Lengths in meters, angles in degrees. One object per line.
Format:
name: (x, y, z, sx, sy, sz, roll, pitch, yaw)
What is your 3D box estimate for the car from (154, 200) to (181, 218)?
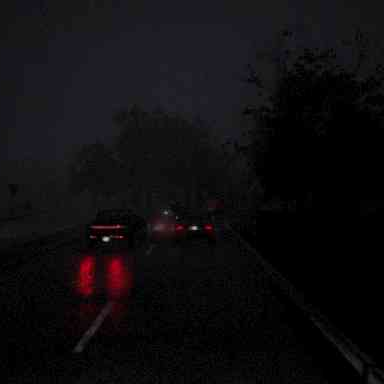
car: (-1.825, 1.536, 30.668, 1.837, 1.490, 4.892, -1, 0, 9)

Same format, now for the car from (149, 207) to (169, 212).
car: (-8.599, 4.566, 87.013, 5.357, 1.411, 2.033, 0, -3, -4)

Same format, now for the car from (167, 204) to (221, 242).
car: (0.137, 1.559, 16.397, 2.033, 1.411, 5.357, 0, 0, 1)

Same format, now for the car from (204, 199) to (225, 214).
car: (2.332, 1.483, 34.798, 1.882, 1.535, 5.008, -1, -1, 12)

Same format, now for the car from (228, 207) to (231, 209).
car: (7.456, 4.242, 81.936, 4.674, 1.442, 1.812, -3, -5, 39)

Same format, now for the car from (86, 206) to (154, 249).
car: (-3.135, 1.503, 14.596, 2.128, 1.511, 4.902, 0, 0, 0)

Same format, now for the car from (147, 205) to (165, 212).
car: (-9.092, 4.181, 83.710, 4.553, 1.767, 2.097, 1, -4, -9)
